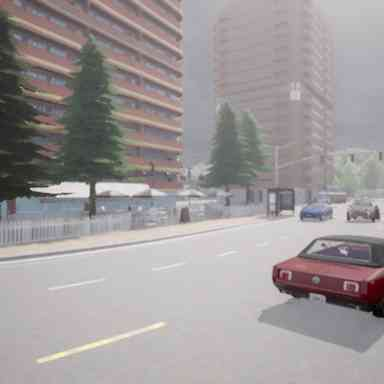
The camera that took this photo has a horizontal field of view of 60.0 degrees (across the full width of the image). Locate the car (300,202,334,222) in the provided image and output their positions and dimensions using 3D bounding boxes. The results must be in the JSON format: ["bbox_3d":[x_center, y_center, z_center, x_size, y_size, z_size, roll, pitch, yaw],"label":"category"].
[{"bbox_3d":[10.919,1.664,28.998,1.882,1.535,5.008,0,-1,35],"label":"car"}]

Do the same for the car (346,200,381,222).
[{"bbox_3d":[14.318,1.440,27.731,2.097,1.767,4.553,0,-1,35],"label":"car"}]

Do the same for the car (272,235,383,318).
[{"bbox_3d":[3.825,1.649,7.646,1.895,1.301,4.718,-1,-1,44],"label":"car"}]
